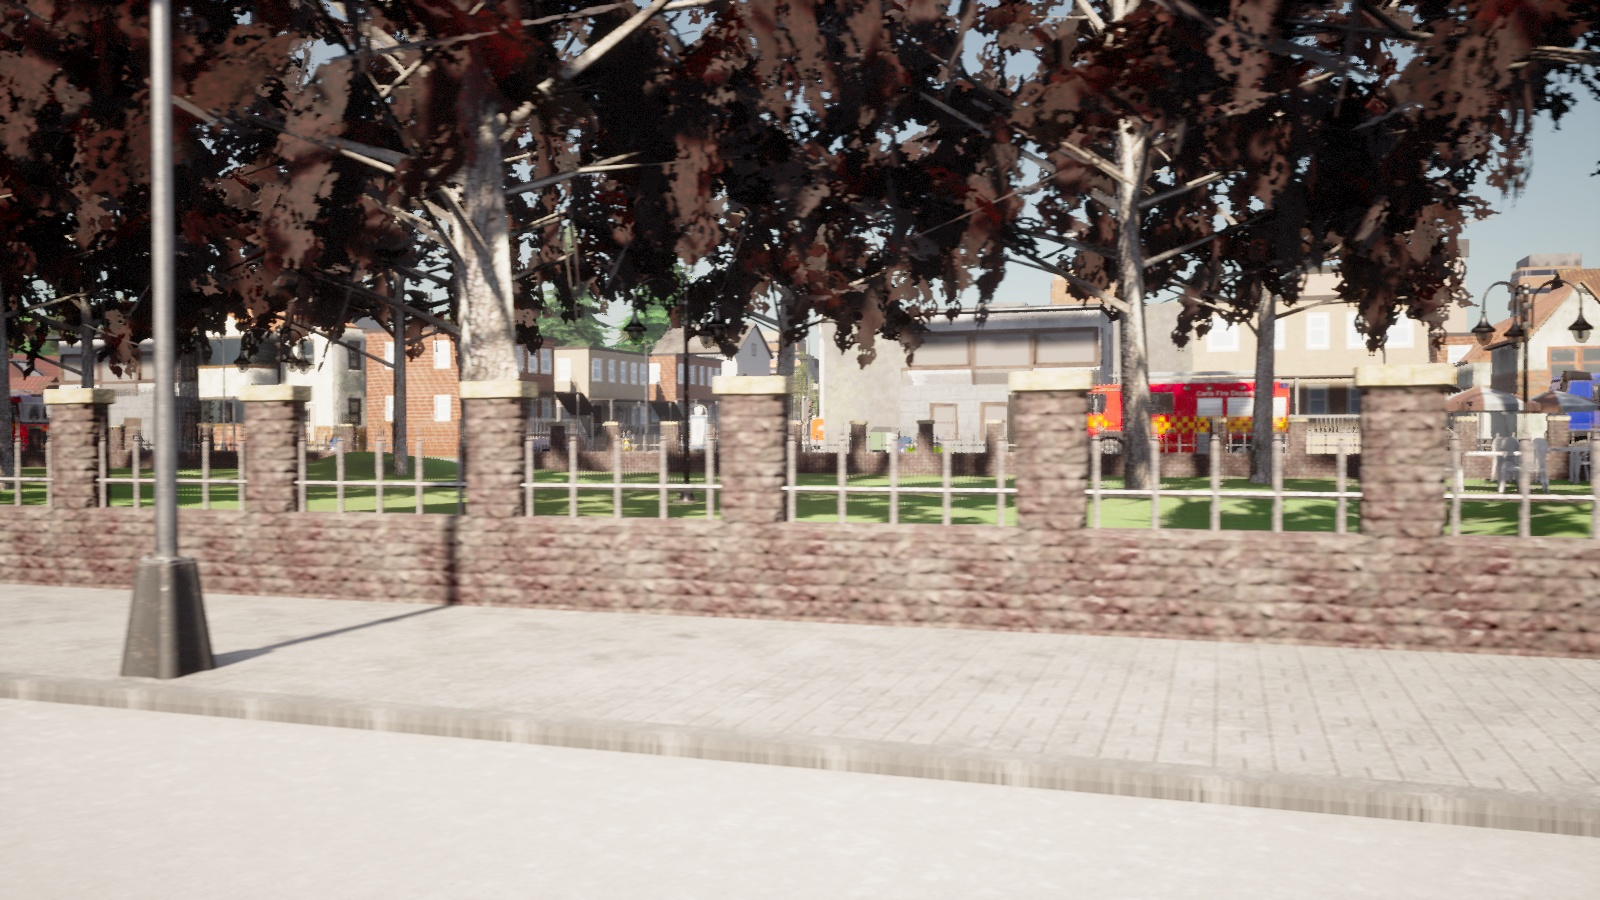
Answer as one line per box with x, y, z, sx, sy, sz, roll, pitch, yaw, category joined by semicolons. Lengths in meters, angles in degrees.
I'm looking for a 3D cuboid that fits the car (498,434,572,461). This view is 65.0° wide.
-13.412;-0.146;63.877;1.895;1.301;4.718;0;1;12;car

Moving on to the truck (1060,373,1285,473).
14.958;-1.093;50.650;8.468;3.827;2.891;1;1;19;truck

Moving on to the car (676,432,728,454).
-6.606;-0.493;84.827;1.994;1.385;4.181;1;1;19;car

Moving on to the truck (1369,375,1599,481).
24.153;-0.758;43.321;7.936;3.462;2.891;1;1;19;truck

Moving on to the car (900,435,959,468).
5.555;0.040;53.841;2.207;1.376;1.481;1;1;19;car

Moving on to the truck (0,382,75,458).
-42.583;-1.552;65.775;8.468;3.827;2.891;0;1;16;truck
